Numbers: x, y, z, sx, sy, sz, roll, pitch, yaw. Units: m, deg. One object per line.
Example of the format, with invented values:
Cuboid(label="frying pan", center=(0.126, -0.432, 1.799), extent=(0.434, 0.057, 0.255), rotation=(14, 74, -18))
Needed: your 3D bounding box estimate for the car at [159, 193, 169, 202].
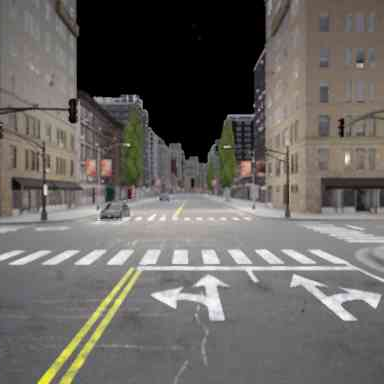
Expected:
Cuboid(label="car", center=(-6.528, 1.295, 78.653), extent=(2.150, 2.045, 5.566), rotation=(0, 0, 0))

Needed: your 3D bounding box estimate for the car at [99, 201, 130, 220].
Cuboid(label="car", center=(-6.509, 1.596, 28.486), extent=(1.837, 1.490, 4.892), rotation=(0, 2, 0))
